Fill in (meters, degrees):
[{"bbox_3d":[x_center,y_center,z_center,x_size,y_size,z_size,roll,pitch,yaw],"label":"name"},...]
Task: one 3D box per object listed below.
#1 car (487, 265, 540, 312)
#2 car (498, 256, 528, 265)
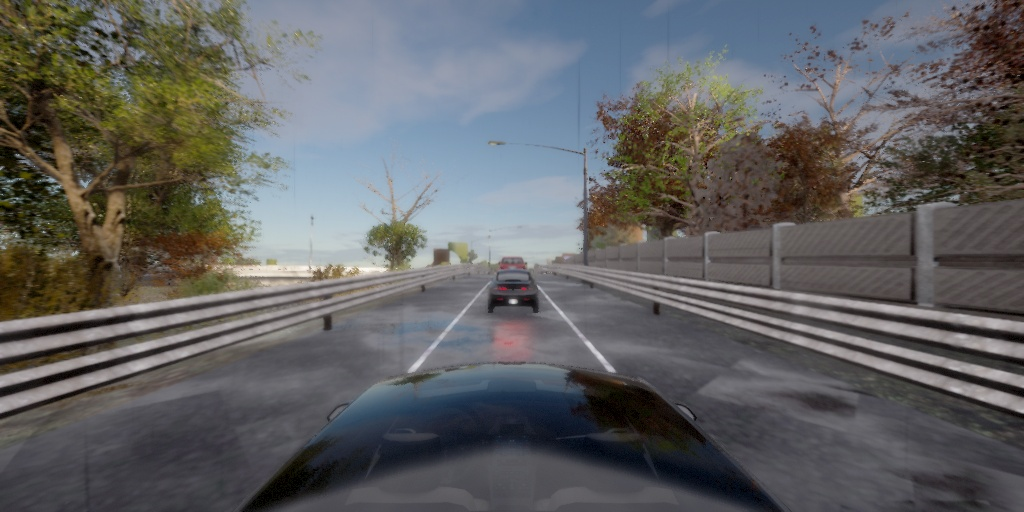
[{"bbox_3d":[0.058,1.279,14.332,1.837,1.490,4.892,0,0,0],"label":"car"},{"bbox_3d":[0.056,1.048,28.622,2.150,2.045,5.566,0,0,1],"label":"car"}]
